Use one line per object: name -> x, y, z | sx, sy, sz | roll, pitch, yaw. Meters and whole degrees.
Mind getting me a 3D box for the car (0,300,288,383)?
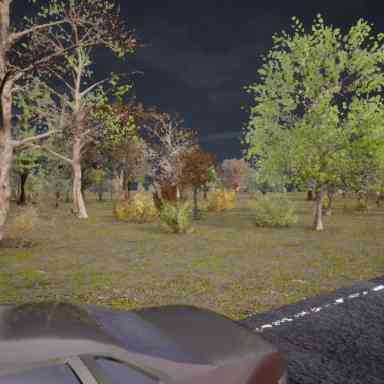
car -> -1.666, 1.547, 1.878 | 5.357, 1.411, 2.033 | 0, 0, -36
